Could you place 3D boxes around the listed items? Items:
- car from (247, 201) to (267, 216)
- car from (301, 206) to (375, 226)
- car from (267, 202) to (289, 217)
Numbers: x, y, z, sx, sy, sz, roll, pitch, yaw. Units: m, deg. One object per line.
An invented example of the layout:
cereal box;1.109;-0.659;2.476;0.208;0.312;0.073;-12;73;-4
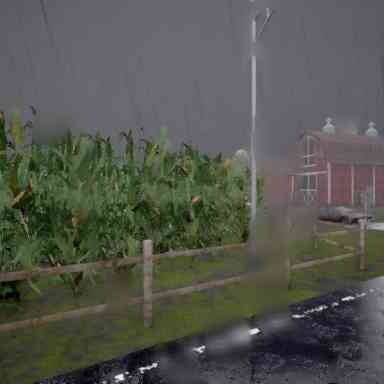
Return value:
car;5.105;1.630;35.919;2.150;2.045;5.566;1;-1;-28
car;10.992;1.756;25.510;2.033;1.411;5.357;1;-1;-31
car;8.292;1.889;36.181;1.882;1.535;5.008;0;-1;-28
